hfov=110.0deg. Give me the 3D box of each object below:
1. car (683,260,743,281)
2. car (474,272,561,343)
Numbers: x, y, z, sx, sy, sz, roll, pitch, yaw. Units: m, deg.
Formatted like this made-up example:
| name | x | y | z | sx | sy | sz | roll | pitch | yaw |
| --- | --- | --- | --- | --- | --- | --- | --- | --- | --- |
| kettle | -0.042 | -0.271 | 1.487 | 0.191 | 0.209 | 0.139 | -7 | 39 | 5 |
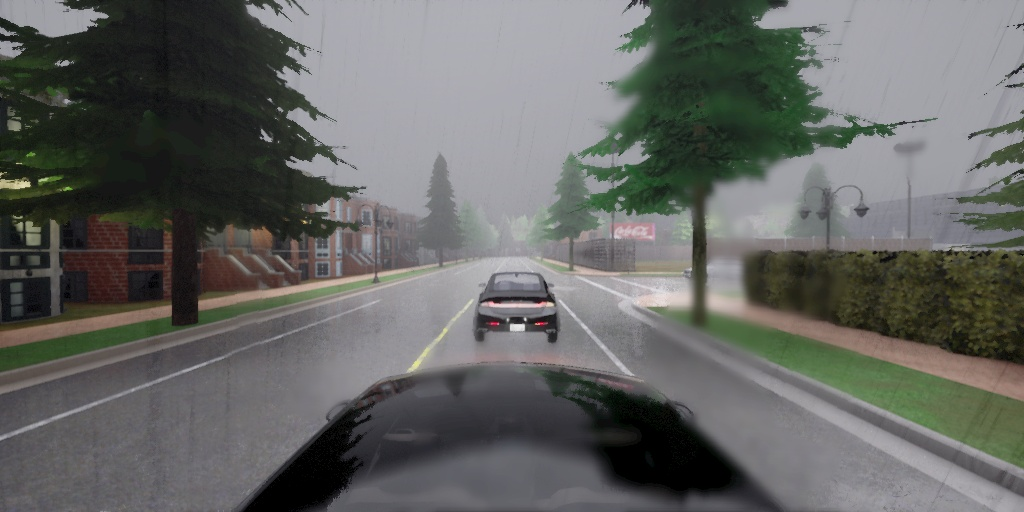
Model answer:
| name | x | y | z | sx | sy | sz | roll | pitch | yaw |
| --- | --- | --- | --- | --- | --- | --- | --- | --- | --- |
| car | 14.160 | 1.019 | 24.443 | 4.674 | 1.442 | 1.812 | 0 | 1 | 1 |
| car | 0.121 | 1.148 | 9.374 | 2.128 | 1.511 | 4.902 | 0 | 1 | 0 |
